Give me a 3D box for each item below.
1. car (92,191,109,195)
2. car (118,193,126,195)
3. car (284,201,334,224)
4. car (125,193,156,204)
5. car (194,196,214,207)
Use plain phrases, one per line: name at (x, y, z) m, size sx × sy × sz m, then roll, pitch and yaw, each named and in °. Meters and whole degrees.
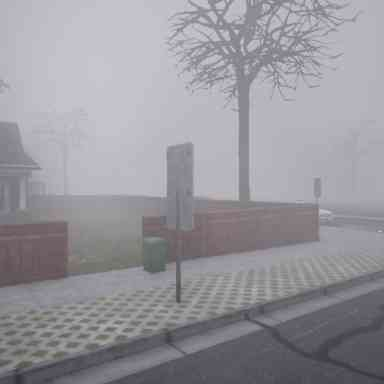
car at (-16.732, 0.593, 60.521) m, size 1.837 × 1.490 × 4.892 m, roll 0°, pitch 1°, yaw -36°
car at (-10.849, 0.815, 52.370) m, size 1.994 × 1.385 × 4.181 m, roll 0°, pitch 1°, yaw -34°
car at (7.164, 1.334, 22.442) m, size 1.812 × 1.442 × 4.674 m, roll 0°, pitch 1°, yaw -36°
car at (-6.079, 0.981, 40.781) m, size 1.812 × 1.442 × 4.674 m, roll 0°, pitch 1°, yaw -35°
car at (1.064, 1.124, 30.882) m, size 1.882 × 1.535 × 5.008 m, roll 0°, pitch 1°, yaw -36°
